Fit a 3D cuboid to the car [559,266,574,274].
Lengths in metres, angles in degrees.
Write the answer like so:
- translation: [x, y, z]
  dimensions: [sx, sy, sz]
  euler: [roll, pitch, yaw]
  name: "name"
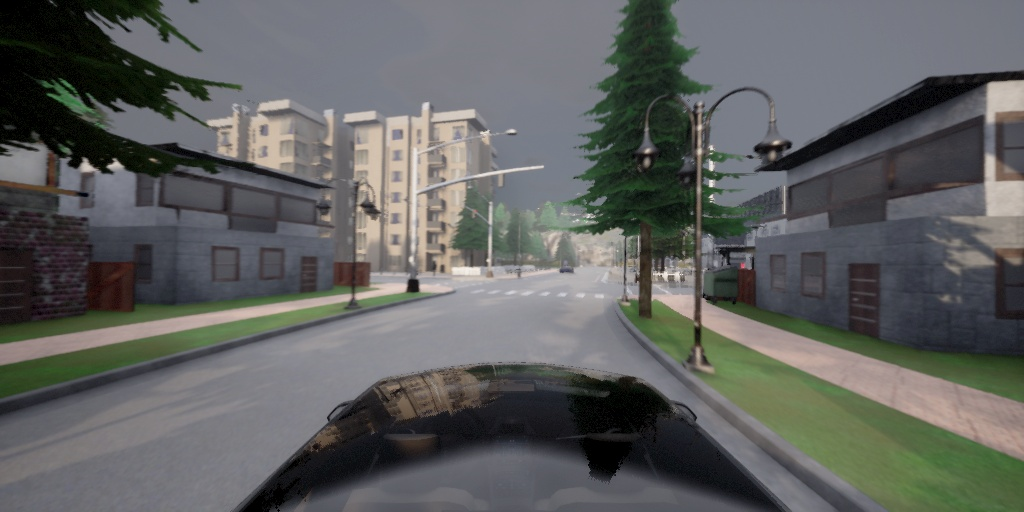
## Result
- translation: [8.777, 2.240, 57.656]
  dimensions: [1.895, 1.301, 4.718]
  euler: [1, -1, 16]
  name: "car"
